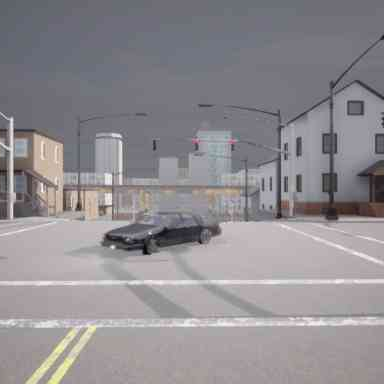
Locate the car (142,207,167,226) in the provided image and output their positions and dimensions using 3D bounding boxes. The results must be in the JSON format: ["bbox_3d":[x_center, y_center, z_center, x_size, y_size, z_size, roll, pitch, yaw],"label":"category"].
[{"bbox_3d":[-3.680,2.535,33.521,1.882,1.535,5.008,0,-9,1],"label":"car"}]

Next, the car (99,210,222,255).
[{"bbox_3d":[-0.984,1.507,13.456,2.033,1.411,5.357,0,0,42],"label":"car"}]

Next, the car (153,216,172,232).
[{"bbox_3d":[-3.790,4.235,43.744,2.128,1.511,4.902,0,-13,-1],"label":"car"}]
